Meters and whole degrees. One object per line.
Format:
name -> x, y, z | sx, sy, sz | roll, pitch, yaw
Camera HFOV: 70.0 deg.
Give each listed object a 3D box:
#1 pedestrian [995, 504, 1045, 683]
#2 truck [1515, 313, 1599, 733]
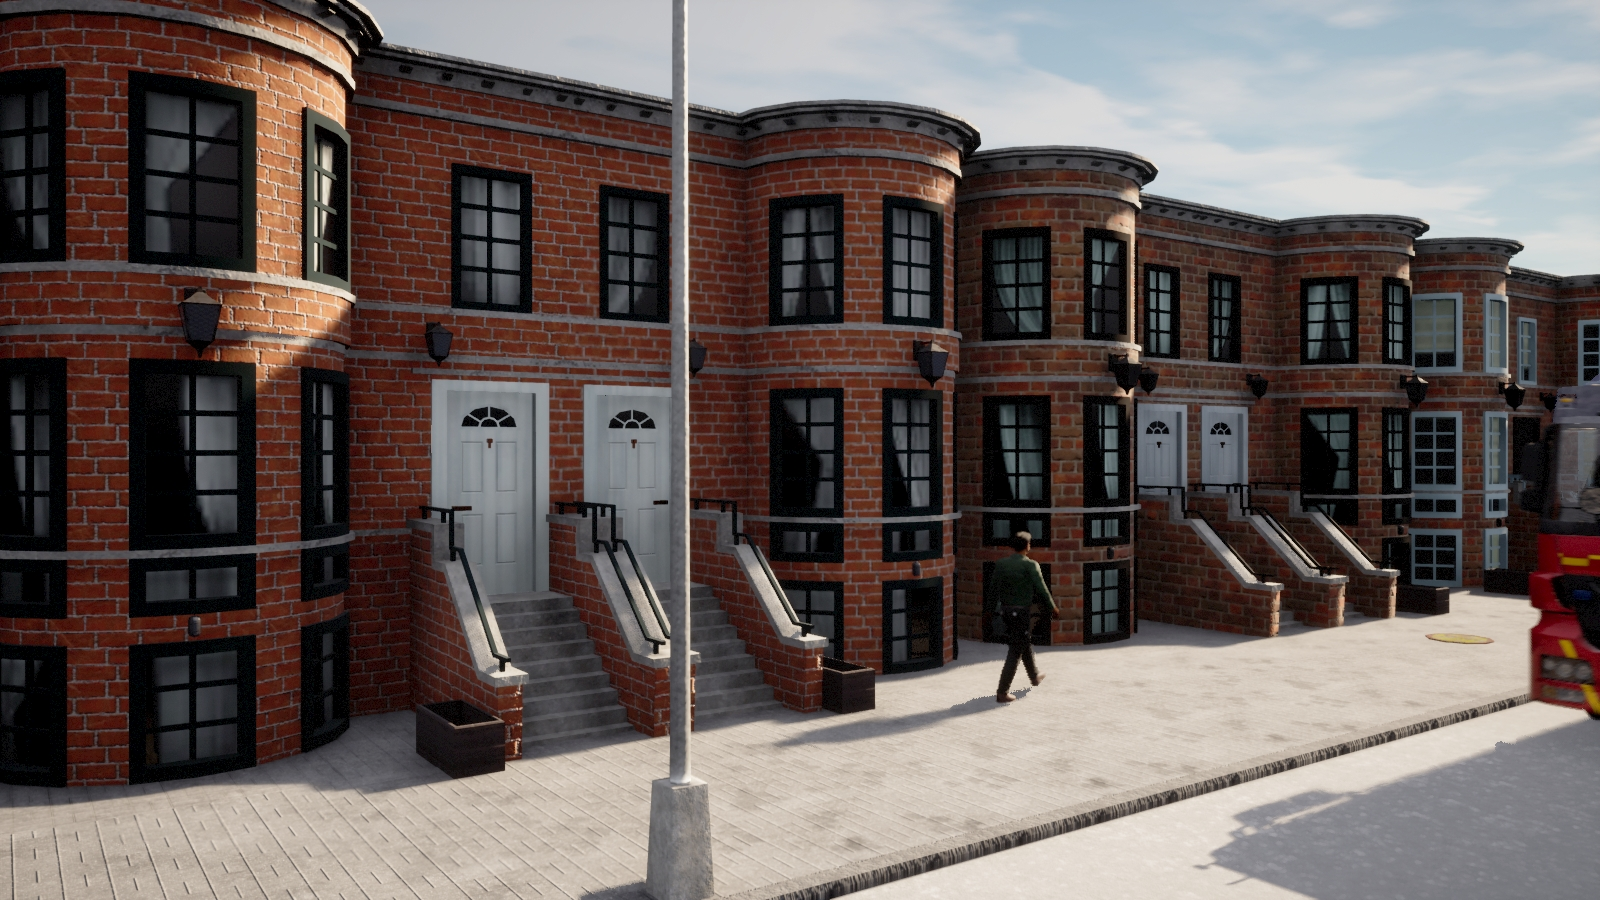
pedestrian -> 2.358, 1.521, 12.266 | 0.375, 1.860, 0.375 | 0, 0, -42
truck -> 11.172, 0.664, 12.223 | 8.468, 3.827, 2.891 | 0, 0, -35
